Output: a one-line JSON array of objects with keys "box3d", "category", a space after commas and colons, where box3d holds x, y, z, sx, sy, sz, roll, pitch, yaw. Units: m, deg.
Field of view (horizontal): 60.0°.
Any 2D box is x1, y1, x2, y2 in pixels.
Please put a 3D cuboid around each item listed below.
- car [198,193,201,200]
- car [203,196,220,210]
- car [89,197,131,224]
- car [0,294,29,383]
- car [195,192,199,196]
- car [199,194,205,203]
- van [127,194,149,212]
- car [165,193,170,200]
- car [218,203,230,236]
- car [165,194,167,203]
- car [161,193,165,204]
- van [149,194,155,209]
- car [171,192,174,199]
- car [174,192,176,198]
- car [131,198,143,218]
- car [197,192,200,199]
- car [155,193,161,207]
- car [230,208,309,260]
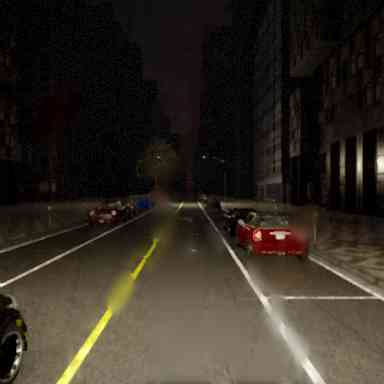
[{"box3d": [2.515, 1.392, 63.284, 1.802, 1.307, 4.206, 0, 0, 0], "category": "car"}, {"box3d": [2.606, 1.458, 40.574, 1.802, 1.307, 4.206, 0, 0, 0], "category": "car"}, {"box3d": [-5.852, 1.372, 23.501, 1.967, 1.590, 4.097, 0, 0, 0], "category": "car"}, {"box3d": [-3.016, 1.558, 2.440, 1.994, 1.385, 4.181, 0, 0, 0], "category": "car"}, {"box3d": [2.447, 1.205, 80.317, 1.967, 1.590, 4.097, 0, 0, 0], "category": "car"}, {"box3d": [2.560, 1.393, 51.929, 2.008, 1.369, 4.403, 0, 0, 0], "category": "car"}, {"box3d": [-5.897, 1.239, 34.856, 1.690, 1.788, 3.998, 0, 0, 0], "category": "van"}, {"box3d": [-6.010, 1.131, 63.242, 2.192, 1.841, 5.009, 0, 0, 0], "category": "car"}, {"box3d": [2.696, 1.509, 17.863, 1.947, 1.339, 4.313, 0, 0, 0], "category": "car"}, {"box3d": [-5.987, 1.398, 57.566, 1.947, 1.339, 4.313, 0, 0, 0], "category": "car"}, {"box3d": [-5.965, 1.163, 51.888, 2.192, 1.841, 5.009, 0, 0, 0], "category": "car"}, {"box3d": [-5.920, 1.222, 40.533, 1.690, 1.788, 3.998, 0, 0, 0], "category": "van"}, {"box3d": [-6.078, 1.086, 80.274, 2.192, 1.841, 5.009, 0, 0, 0], "category": "car"}, {"box3d": [-6.122, 1.269, 91.459, 1.752, 1.417, 4.829, 0, 0, 0], "category": "car"}, {"box3d": [-5.874, 1.465, 29.179, 2.008, 1.369, 4.403, 0, 0, 0], "category": "car"}, {"box3d": [2.492, 1.320, 69.132, 1.752, 1.417, 4.829, 0, 0, 0], "category": "car"}, {"box3d": [-5.942, 1.180, 46.211, 2.192, 1.841, 5.009, 0, 0, 0], "category": "car"}, {"box3d": [2.718, 1.401, 12.185, 1.967, 1.590, 4.097, 0, 0, 0], "category": "car"}]
